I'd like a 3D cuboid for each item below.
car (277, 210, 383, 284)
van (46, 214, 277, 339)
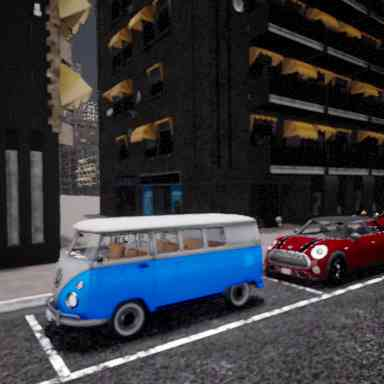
[{"bbox_3d":[3.948,1.431,9.397,4.097,1.590,1.967,0,-1,-35],"label":"car"},{"bbox_3d":[-0.455,1.338,6.258,3.998,1.788,1.690,0,-1,-35],"label":"van"}]
